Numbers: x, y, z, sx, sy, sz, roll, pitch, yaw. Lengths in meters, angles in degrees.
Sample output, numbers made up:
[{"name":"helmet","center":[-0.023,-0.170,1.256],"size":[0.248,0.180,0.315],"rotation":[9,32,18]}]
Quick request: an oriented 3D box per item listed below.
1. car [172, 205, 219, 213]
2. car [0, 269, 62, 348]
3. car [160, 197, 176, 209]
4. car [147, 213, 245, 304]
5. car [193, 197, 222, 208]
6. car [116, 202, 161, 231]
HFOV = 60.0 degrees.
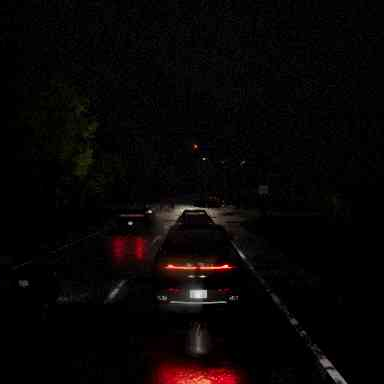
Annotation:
[{"name":"car","center":[0.135,1.568,17.050],"size":[1.994,1.385,4.181],"rotation":[0,0,0]},{"name":"car","center":[-3.393,1.549,3.845],"size":[2.033,1.411,5.357],"rotation":[0,0,0]},{"name":"car","center":[-3.305,1.513,45.300],"size":[1.837,1.490,4.892],"rotation":[0,0,0]},{"name":"car","center":[0.116,1.507,8.141],"size":[1.837,1.490,4.892],"rotation":[0,0,0]},{"name":"car","center":[1.984,1.487,45.659],"size":[1.882,1.535,5.008],"rotation":[-1,1,-34]},{"name":"car","center":[-3.358,1.496,20.583],"size":[2.128,1.511,4.902],"rotation":[0,0,0]}]
